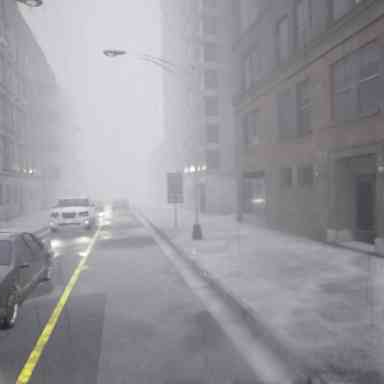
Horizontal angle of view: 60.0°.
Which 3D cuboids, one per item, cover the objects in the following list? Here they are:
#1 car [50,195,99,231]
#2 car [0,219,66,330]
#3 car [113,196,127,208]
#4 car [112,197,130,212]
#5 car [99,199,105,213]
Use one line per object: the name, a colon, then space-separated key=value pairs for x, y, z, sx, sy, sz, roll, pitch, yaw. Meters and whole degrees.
car: x=-7.302 y=1.265 z=20.785 sx=2.150 sy=2.045 sz=5.566 roll=-2 pitch=0 yaw=-12
car: x=-4.237 y=1.608 z=7.019 sx=2.033 sy=1.411 sz=5.357 roll=-2 pitch=0 yaw=-13
car: x=-10.582 y=1.426 z=48.736 sx=1.882 sy=1.535 sz=5.008 roll=-2 pitch=1 yaw=-12
car: x=-8.332 y=1.440 z=38.850 sx=2.128 sy=1.511 sz=4.902 roll=-2 pitch=0 yaw=-12
car: x=-11.002 y=1.556 z=37.772 sx=1.812 sy=1.442 sz=4.674 roll=-2 pitch=0 yaw=-12
